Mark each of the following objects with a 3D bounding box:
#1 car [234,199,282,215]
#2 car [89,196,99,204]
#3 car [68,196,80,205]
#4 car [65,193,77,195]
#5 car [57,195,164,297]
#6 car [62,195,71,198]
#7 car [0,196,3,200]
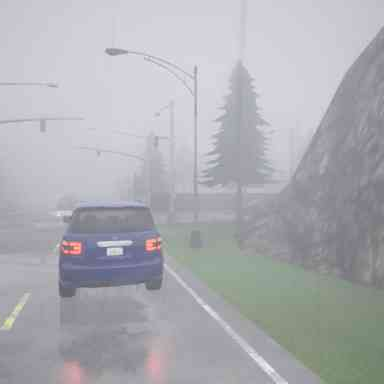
[{"bbox_3d":[6.623,1.505,33.222,4.892,1.490,1.837,0,0,-18],"label":"car"},{"bbox_3d":[-19.029,1.526,64.602,1.812,1.442,4.674,0,0,-17],"label":"car"},{"bbox_3d":[-21.980,1.564,62.130,1.994,1.385,4.181,0,0,-16],"label":"car"},{"bbox_3d":[-19.119,1.221,52.437,2.150,2.045,5.566,0,0,-17],"label":"car"},{"bbox_3d":[-2.214,1.221,8.890,2.150,2.045,5.566,0,0,-16],"label":"car"},{"bbox_3d":[-16.252,1.492,42.885,2.128,1.511,4.902,0,0,-17],"label":"car"},{"bbox_3d":[-36.278,1.374,61.347,1.845,1.501,3.633,0,0,-16],"label":"car"}]
